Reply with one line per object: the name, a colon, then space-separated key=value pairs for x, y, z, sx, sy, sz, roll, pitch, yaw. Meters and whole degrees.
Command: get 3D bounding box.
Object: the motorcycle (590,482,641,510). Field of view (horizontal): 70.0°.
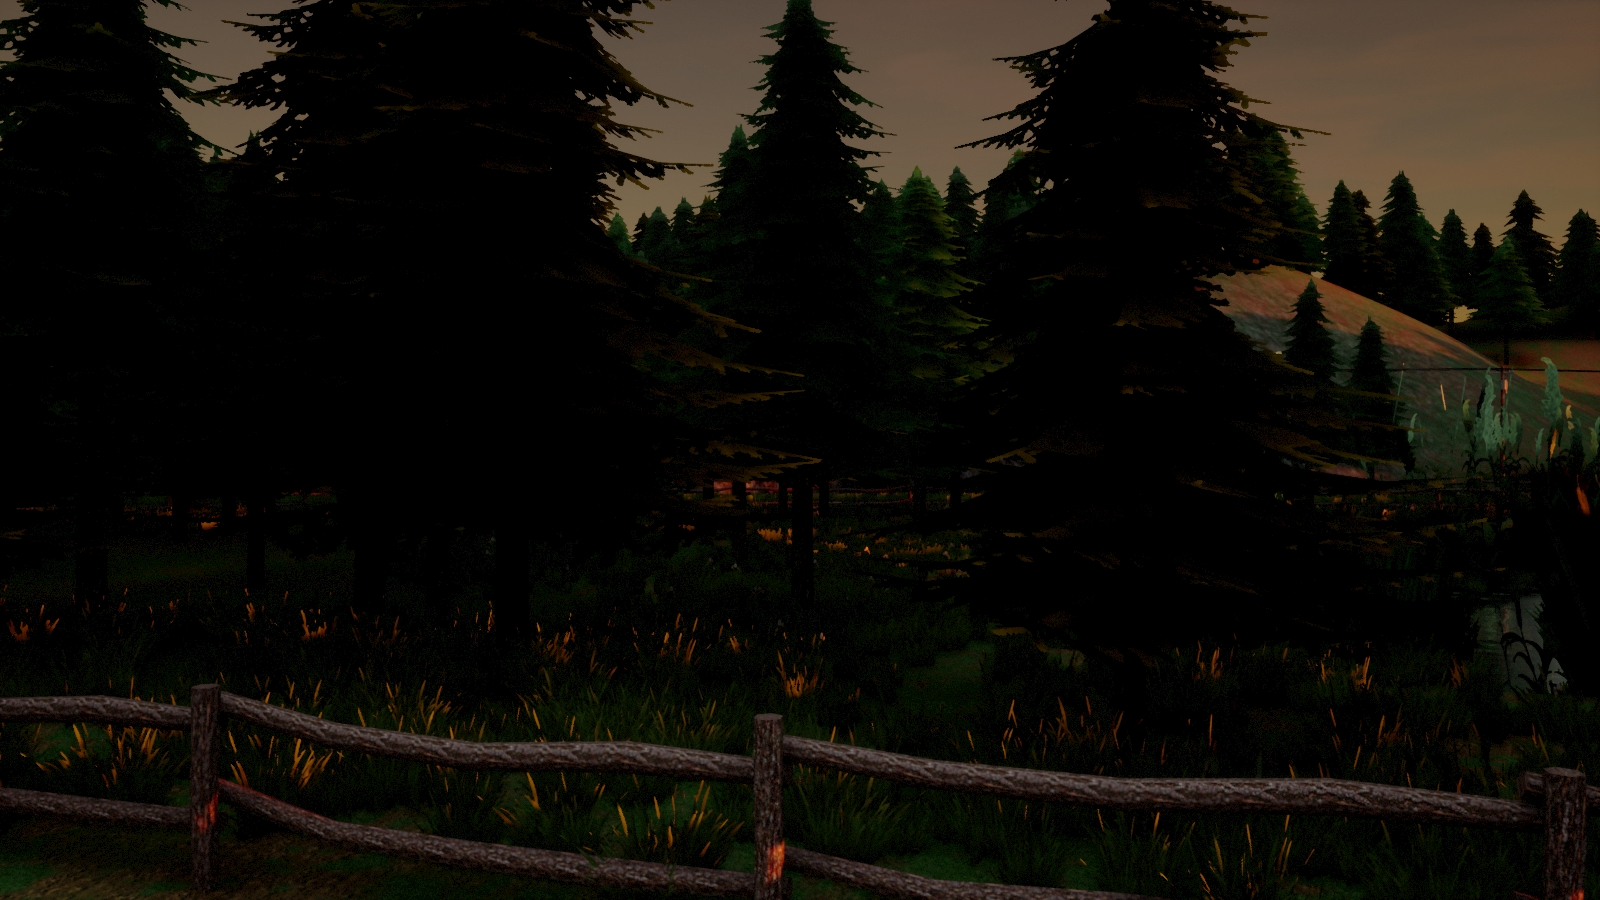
motorcycle: x=-8.721 y=2.178 z=54.117 sx=2.209 sy=1.251 sz=0.867 roll=0 pitch=0 yaw=14
